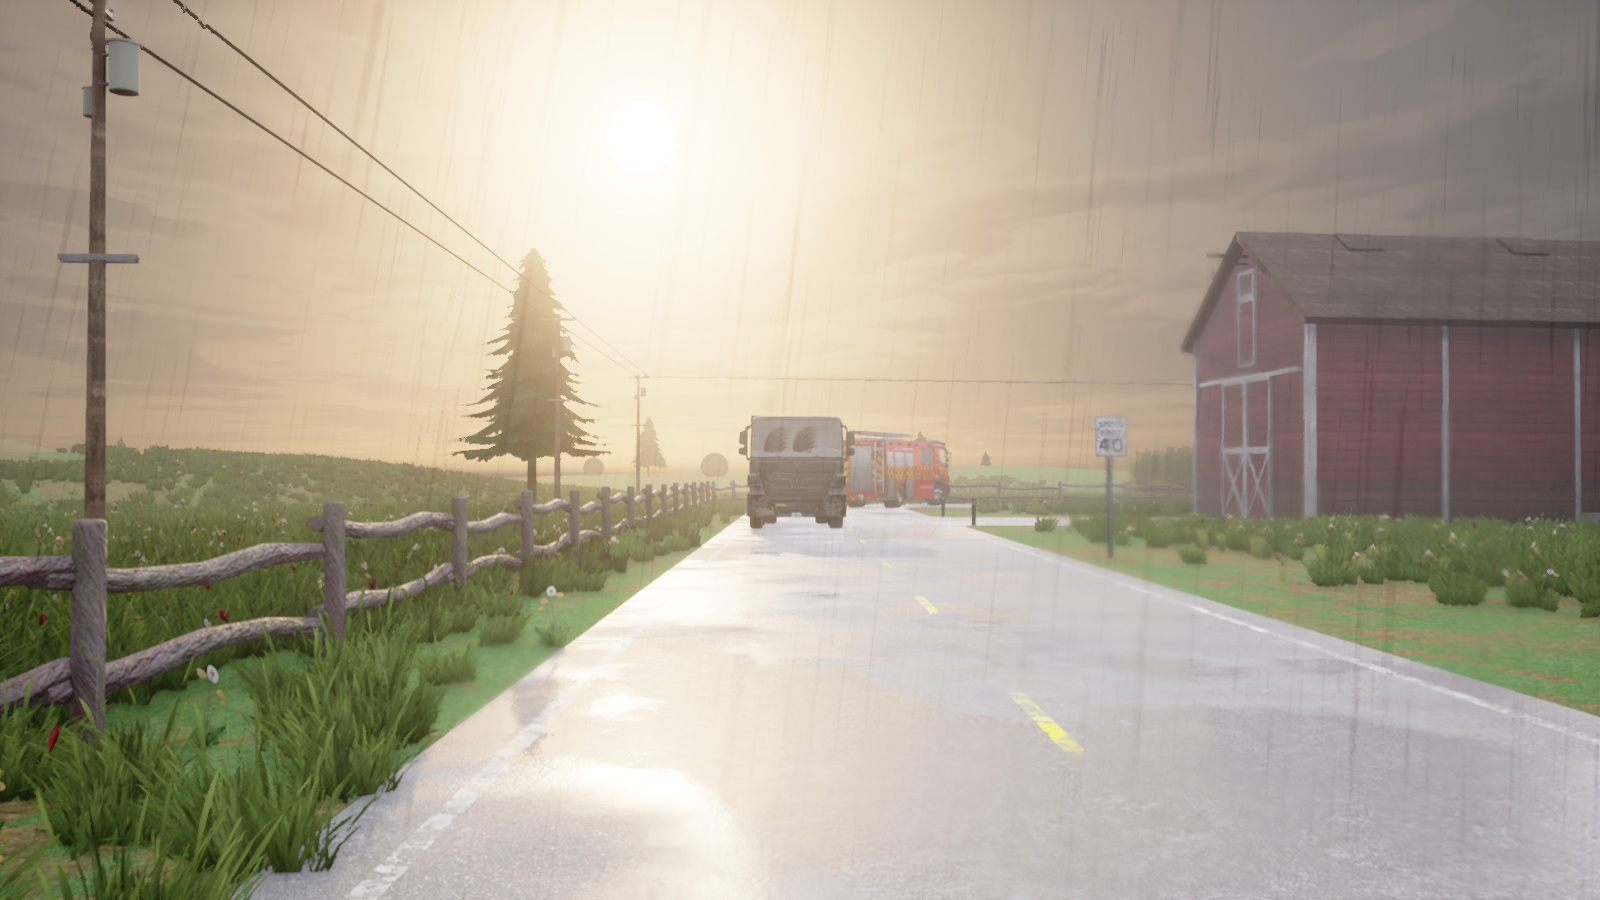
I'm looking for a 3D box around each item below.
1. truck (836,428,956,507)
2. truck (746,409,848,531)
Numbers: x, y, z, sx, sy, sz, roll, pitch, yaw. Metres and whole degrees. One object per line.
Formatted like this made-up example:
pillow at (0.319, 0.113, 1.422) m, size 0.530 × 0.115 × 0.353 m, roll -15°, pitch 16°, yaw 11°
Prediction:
truck at (5.139, 0.976, 65.393) m, size 2.891 × 3.827 × 8.468 m, roll -2°, pitch -2°, yaw 29°
truck at (-0.099, 0.654, 39.739) m, size 2.891 × 3.462 × 7.936 m, roll 0°, pitch -1°, yaw 0°
